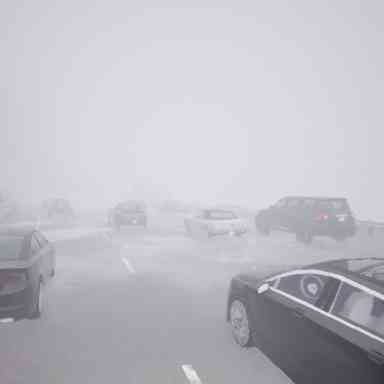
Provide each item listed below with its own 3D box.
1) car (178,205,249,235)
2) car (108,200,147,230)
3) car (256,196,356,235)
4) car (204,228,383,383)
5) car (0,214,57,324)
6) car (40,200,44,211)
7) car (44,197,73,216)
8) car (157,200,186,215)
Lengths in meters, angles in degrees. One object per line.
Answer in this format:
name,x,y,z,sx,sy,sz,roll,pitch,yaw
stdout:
car,1.048,1.601,17.477,1.895,1.301,4.718,0,0,-20
car,-4.211,1.491,21.280,2.128,1.511,4.902,0,0,-22
car,5.252,1.221,16.172,2.150,2.045,5.566,0,0,-19
car,1.951,1.491,3.643,2.128,1.511,4.902,0,0,-16
car,-4.046,1.478,7.050,1.882,1.535,5.008,0,0,-18
car,-17.419,1.547,40.751,2.033,1.411,5.357,0,0,-29
car,-12.633,1.352,31.633,2.097,1.767,4.553,0,0,-26
car,-1.901,1.547,33.545,2.033,1.411,5.357,0,0,-25
